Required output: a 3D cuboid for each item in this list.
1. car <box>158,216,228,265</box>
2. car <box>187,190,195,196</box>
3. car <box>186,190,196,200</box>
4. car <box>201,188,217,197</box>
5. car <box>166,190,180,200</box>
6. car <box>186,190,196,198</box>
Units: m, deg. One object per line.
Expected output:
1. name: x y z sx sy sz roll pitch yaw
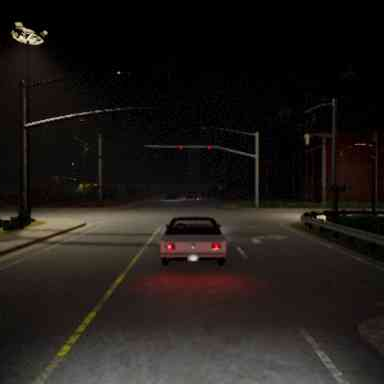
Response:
1. car: 0.042 1.449 11.069 1.895 1.301 4.718 0 1 0
2. car: -0.204 0.313 83.088 2.033 1.411 5.357 0 1 0
3. car: -0.146 0.692 59.865 1.837 1.490 4.892 0 1 0
4. car: 3.977 0.117 75.638 1.905 1.878 3.866 -8 4 -42
5. car: -3.687 0.706 60.409 1.812 1.442 4.674 0 1 0
6. car: -0.181 0.352 73.859 2.097 1.767 4.553 0 1 0
